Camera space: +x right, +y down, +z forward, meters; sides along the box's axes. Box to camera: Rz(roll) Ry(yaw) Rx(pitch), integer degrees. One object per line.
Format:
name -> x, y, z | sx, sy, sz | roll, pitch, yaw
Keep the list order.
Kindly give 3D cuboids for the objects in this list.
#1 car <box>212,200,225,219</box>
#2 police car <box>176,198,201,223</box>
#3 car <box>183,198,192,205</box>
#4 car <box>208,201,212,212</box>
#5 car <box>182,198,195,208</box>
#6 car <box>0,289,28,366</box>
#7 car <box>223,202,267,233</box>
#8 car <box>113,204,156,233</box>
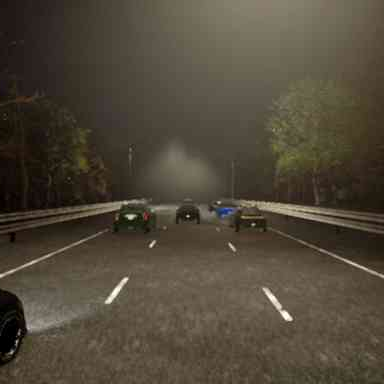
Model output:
car -> 3.307, 1.718, 32.073 | 1.882, 1.535, 5.008 | 0, 0, -1
police car -> -0.292, 1.633, 27.715 | 1.930, 1.638, 5.238 | 0, 0, 0
car -> -1.067, 2.094, 74.716 | 1.994, 1.385, 4.181 | 0, 0, -2
car -> 3.149, 1.824, 43.139 | 2.163, 1.488, 4.792 | 0, 0, -1
car -> -0.616, 1.928, 59.553 | 2.128, 1.511, 4.902 | 0, 0, -1
car -> -3.407, 1.590, 3.197 | 1.994, 1.385, 4.181 | 0, 0, 0
car -> 3.419, 1.651, 21.036 | 2.128, 1.511, 4.902 | 0, 0, 0
car -> -3.487, 1.511, 20.955 | 2.097, 1.767, 4.553 | 0, 0, 0
